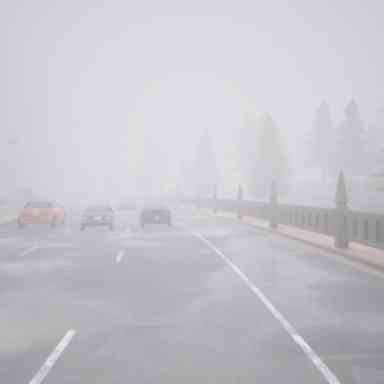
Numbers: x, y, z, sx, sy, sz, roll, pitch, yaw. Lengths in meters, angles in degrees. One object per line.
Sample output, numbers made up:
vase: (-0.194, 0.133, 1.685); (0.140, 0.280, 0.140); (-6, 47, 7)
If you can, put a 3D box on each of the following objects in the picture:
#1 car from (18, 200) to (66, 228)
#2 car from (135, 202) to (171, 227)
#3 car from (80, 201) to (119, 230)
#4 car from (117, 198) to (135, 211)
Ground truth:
car: (-9.646, 1.292, 21.721); (2.097, 1.767, 4.553); (0, 0, -12)
car: (-2.559, 1.393, 22.047); (1.882, 1.535, 5.008); (0, 0, -12)
car: (-5.763, 1.480, 20.631); (2.033, 1.411, 5.357); (0, 0, -12)
car: (-7.769, 1.387, 39.127); (1.812, 1.442, 4.674); (0, 0, -21)
